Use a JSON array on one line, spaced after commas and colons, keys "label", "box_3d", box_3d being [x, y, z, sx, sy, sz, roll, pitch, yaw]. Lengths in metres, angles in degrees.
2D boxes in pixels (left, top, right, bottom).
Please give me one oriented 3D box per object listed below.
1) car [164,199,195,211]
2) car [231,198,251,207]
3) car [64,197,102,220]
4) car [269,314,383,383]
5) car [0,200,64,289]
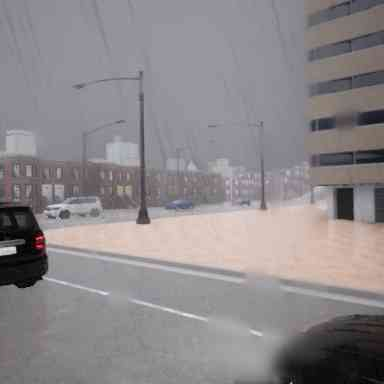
[{"label": "car", "box_3d": [-1.648, 1.769, 45.044, 1.882, 1.535, 5.008, -1, -1, 37]}, {"label": "car", "box_3d": [8.753, 1.811, 58.801, 1.812, 1.442, 4.674, -1, -1, 37]}, {"label": "car", "box_3d": [-11.313, 1.520, 32.131, 2.150, 2.045, 5.566, -1, -1, 37]}, {"label": "car", "box_3d": [2.879, 1.505, 1.942, 4.892, 1.490, 1.837, 0, 0, 35]}, {"label": "car", "box_3d": [-5.760, 1.262, 8.052, 5.566, 2.045, 2.150, 0, 0, 36]}]
